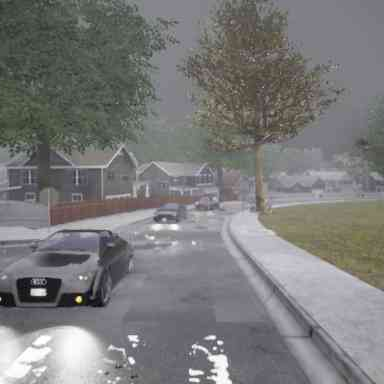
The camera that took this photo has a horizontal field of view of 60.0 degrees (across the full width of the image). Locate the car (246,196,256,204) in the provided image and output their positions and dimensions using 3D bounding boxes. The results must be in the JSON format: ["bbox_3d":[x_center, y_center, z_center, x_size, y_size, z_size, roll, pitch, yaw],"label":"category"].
[{"bbox_3d":[11.231,1.402,58.790,2.128,1.511,4.902,2,1,33],"label":"car"}]

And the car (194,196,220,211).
[{"bbox_3d":[1.872,1.300,39.523,2.097,1.767,4.553,1,1,19],"label":"car"}]

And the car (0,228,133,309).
[{"bbox_3d":[-2.668,1.579,7.835,1.994,1.385,4.181,0,0,1],"label":"car"}]

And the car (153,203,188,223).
[{"bbox_3d":[-1.522,1.538,25.750,2.033,1.411,5.357,0,0,9],"label":"car"}]
